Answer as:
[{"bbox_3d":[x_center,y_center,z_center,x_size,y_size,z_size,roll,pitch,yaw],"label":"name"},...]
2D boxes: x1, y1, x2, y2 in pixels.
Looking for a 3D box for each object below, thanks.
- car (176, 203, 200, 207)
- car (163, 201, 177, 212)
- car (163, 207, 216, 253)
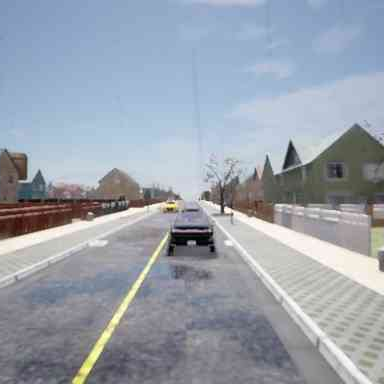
[{"bbox_3d":[-0.004,1.780,29.325,2.128,1.511,4.902,0,0,0],"label":"car"},{"bbox_3d":[-2.767,1.928,44.272,1.882,1.535,5.008,0,-1,0],"label":"car"},{"bbox_3d":[0.001,1.631,14.313,2.128,1.511,4.902,0,0,0],"label":"car"}]
